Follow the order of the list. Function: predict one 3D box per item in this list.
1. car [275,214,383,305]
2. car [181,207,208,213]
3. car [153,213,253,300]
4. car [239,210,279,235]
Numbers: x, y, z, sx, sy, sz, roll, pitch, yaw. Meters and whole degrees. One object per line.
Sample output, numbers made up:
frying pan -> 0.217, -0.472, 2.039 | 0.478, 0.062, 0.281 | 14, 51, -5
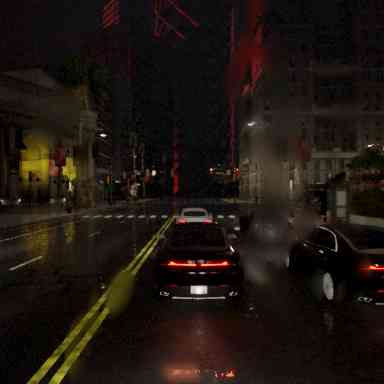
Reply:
car -> 3.623, 1.505, 8.050 | 1.837, 1.490, 4.892 | 0, 0, 0
car -> 0.119, 1.525, 17.478 | 1.812, 1.442, 4.674 | 0, 0, 0
car -> 0.120, 1.505, 8.378 | 1.837, 1.490, 4.892 | 0, 0, 0
car -> 3.622, 1.601, 17.372 | 1.895, 1.301, 4.718 | 0, 0, 0
